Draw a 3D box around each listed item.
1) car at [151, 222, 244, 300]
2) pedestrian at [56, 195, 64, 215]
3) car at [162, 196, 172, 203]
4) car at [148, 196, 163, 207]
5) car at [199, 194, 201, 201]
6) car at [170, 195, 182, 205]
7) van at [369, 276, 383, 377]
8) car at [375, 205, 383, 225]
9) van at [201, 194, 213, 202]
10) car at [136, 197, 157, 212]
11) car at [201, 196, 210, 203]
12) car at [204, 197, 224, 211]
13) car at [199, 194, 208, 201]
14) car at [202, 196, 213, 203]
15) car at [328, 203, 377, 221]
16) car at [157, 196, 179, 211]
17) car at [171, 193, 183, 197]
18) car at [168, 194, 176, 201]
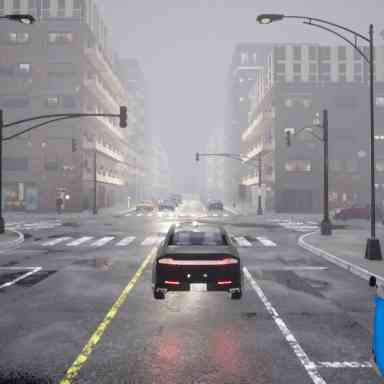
[{"bbox_3d":[0.119,1.494,8.389,2.128,1.511,4.902,0,0,0],"label":"car"},{"bbox_3d":[-12.471,1.218,31.322,0.375,1.860,0.375,0,-1,1],"label":"pedestrian"},{"bbox_3d":[-5.516,1.577,73.721,1.887,1.381,4.507,1,0,0],"label":"car"},{"bbox_3d":[-5.564,1.460,51.150,1.967,1.590,4.097,1,0,0],"label":"car"},{"bbox_3d":[2.852,1.555,68.230,1.752,1.417,4.829,1,0,0],"label":"car"},{"bbox_3d":[-2.983,1.546,50.747,1.812,1.442,4.674,0,0,0],"label":"car"},{"bbox_3d":[2.678,1.342,1.900,1.690,1.788,3.998,1,0,0],"label":"van"},{"bbox_3d":[13.581,1.583,19.627,4.313,1.339,1.947,0,-1,1],"label":"car"},{"bbox_3d":[2.830,1.364,56.774,1.690,1.788,3.998,1,0,0],"label":"van"},{"bbox_3d":[-5.590,1.540,39.695,1.752,1.417,4.829,1,0,0],"label":"car"},{"bbox_3d":[2.863,1.614,73.702,1.802,1.307,4.206,1,0,0],"label":"car"},{"bbox_3d":[2.790,1.581,39.847,1.947,1.339,4.313,1,0,0],"label":"car"},{"bbox_3d":[2.892,1.354,84.987,2.192,1.841,5.009,1,0,0],"label":"car"},{"bbox_3d":[2.802,1.568,45.490,2.008,1.369,4.403,1,0,0],"label":"car"},{"bbox_3d":[13.703,1.609,28.008,4.097,1.590,1.967,0,-1,1],"label":"car"},{"bbox_3d":[-3.012,1.563,40.843,2.033,1.411,5.357,0,0,0],"label":"car"},{"bbox_3d":[-2.929,1.247,61.484,2.150,2.045,5.566,0,0,1],"label":"car"},{"bbox_3d":[-5.478,1.483,90.649,1.967,1.590,4.097,1,0,0],"label":"car"}]
